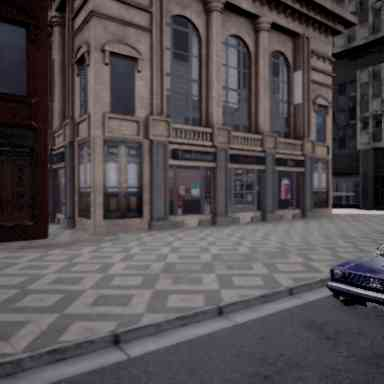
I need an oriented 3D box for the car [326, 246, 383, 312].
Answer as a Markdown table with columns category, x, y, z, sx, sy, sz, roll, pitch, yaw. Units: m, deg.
| category | x | y | z | sx | sy | sz | roll | pitch | yaw |
| --- | --- | --- | --- | --- | --- | --- | --- | --- | --- |
| car | 4.847 | 1.593 | 6.793 | 4.718 | 1.301 | 1.895 | 0 | 0 | -35 |
